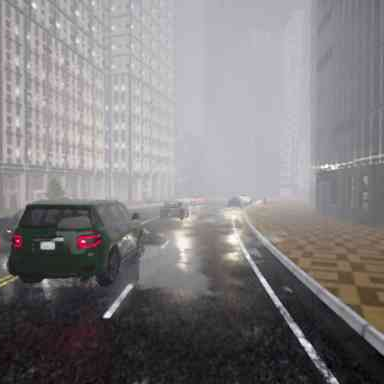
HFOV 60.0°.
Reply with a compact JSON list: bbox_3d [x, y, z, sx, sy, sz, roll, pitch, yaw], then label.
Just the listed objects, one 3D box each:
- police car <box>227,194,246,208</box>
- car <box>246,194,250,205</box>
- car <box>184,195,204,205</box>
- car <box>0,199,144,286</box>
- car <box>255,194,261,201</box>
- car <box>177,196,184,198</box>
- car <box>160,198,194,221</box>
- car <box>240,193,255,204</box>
[{"bbox_3d":[6.262,1.464,48.129,1.930,1.638,5.238,0,0,12],"label":"police car"},{"bbox_3d":[8.516,1.579,57.505,1.812,1.442,4.674,0,0,15],"label":"car"},{"bbox_3d":[0.631,1.351,56.819,2.097,1.767,4.553,0,0,14],"label":"car"},{"bbox_3d":[-2.871,1.213,9.562,2.150,2.045,5.566,0,0,2],"label":"car"},{"bbox_3d":[14.952,1.637,80.997,1.895,1.301,4.718,1,0,19],"label":"car"},{"bbox_3d":[-1.959,1.504,59.894,1.812,1.442,4.674,0,0,15],"label":"car"},{"bbox_3d":[-1.368,1.489,27.337,2.128,1.511,4.902,0,0,7],"label":"car"},{"bbox_3d":[10.085,1.287,63.175,2.150,2.045,5.566,0,0,16],"label":"car"}]
